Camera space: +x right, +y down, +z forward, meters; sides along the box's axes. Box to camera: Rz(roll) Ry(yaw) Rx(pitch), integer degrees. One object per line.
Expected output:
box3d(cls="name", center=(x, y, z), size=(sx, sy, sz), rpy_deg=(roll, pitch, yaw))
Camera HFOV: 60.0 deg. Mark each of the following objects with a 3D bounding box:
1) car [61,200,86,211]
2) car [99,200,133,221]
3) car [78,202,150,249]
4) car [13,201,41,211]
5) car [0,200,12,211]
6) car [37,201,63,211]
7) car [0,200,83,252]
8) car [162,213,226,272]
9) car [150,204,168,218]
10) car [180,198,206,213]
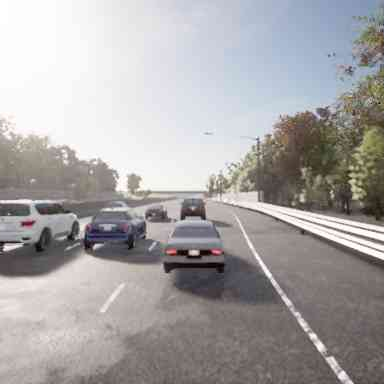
box3d(cls="car", center=(-17.559, 2.003, 49.611), size=(1.882, 1.535, 5.008), rpy_deg=(0, -1, 0))
box3d(cls="car", center=(-6.905, 1.670, 30.831), size=(2.097, 1.767, 4.553), rpy_deg=(0, -1, 0))
box3d(cls="car", center=(-3.408, 1.512, 15.542), size=(2.097, 1.767, 4.553), rpy_deg=(0, 0, 0))
box3d(cls="car", center=(-24.553, 2.051, 49.621), size=(1.812, 1.442, 4.674), rpy_deg=(0, -1, 0))
box3d(cls="car", center=(-28.028, 1.978, 47.447), size=(1.882, 1.535, 5.008), rpy_deg=(0, -1, 0))
box3d(cls="car", center=(-21.055, 2.051, 49.630), size=(1.812, 1.442, 4.674), rpy_deg=(0, -1, 0))
box3d(cls="car", center=(-6.911, 1.372, 14.867), size=(2.150, 2.045, 5.566), rpy_deg=(0, -1, 0))
box3d(cls="car", center=(0.073, 1.662, 11.221), size=(2.033, 1.411, 5.357), rpy_deg=(0, -1, 0))
box3d(cls="car", center=(-3.400, 1.857, 32.067), size=(1.812, 1.442, 4.674), rpy_deg=(0, -1, 0))
box3d(cls="car", center=(0.097, 1.531, 30.115), size=(2.150, 2.045, 5.566), rpy_deg=(0, -1, 0))
